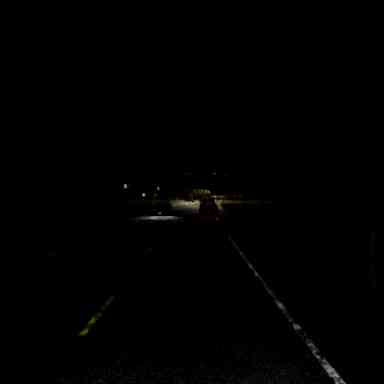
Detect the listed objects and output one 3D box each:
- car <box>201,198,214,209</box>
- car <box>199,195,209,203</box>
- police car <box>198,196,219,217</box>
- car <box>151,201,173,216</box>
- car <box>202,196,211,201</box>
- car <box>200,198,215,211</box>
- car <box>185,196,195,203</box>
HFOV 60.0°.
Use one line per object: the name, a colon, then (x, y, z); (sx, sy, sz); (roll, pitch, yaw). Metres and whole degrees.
car: (2.345, 1.628, 49.180); (1.882, 1.535, 5.008); (0, 0, 3)
car: (2.539, 1.482, 68.958); (1.882, 1.535, 5.008); (0, 0, 4)
police car: (1.646, 1.534, 33.353); (1.930, 1.638, 5.238); (0, 0, 2)
car: (-2.958, 1.655, 34.257); (2.033, 1.411, 5.357); (0, 0, 2)
car: (3.656, 1.625, 82.976); (1.895, 1.301, 4.718); (0, 0, 5)
car: (2.058, 1.592, 43.396); (1.801, 1.575, 5.366); (0, 0, 3)
car: (-0.434, 1.642, 75.864); (2.128, 1.511, 4.902); (0, 0, 4)
